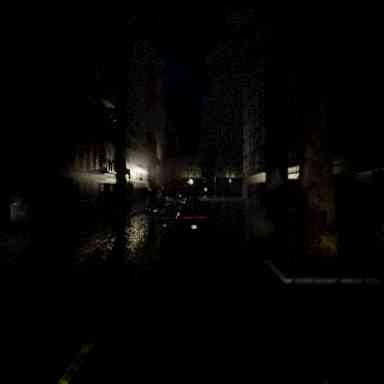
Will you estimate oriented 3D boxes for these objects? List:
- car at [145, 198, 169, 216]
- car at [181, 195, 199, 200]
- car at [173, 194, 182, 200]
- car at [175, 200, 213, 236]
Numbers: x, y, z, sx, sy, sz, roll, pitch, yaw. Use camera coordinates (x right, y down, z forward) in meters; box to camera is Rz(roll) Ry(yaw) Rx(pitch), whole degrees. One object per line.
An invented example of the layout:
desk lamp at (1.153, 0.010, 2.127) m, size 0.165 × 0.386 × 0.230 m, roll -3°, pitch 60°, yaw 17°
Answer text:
car at (-3.092, 1.339, 30.201) m, size 1.837 × 1.490 × 4.892 m, roll 0°, pitch 0°, yaw 0°
car at (0.105, 1.343, 37.041) m, size 2.033 × 1.411 × 5.357 m, roll 0°, pitch 0°, yaw 0°
car at (-2.986, 1.128, 72.226) m, size 1.994 × 1.385 × 4.181 m, roll 0°, pitch 0°, yaw 0°
car at (0.103, 1.397, 17.907) m, size 2.128 × 1.511 × 4.902 m, roll 0°, pitch 0°, yaw 0°
